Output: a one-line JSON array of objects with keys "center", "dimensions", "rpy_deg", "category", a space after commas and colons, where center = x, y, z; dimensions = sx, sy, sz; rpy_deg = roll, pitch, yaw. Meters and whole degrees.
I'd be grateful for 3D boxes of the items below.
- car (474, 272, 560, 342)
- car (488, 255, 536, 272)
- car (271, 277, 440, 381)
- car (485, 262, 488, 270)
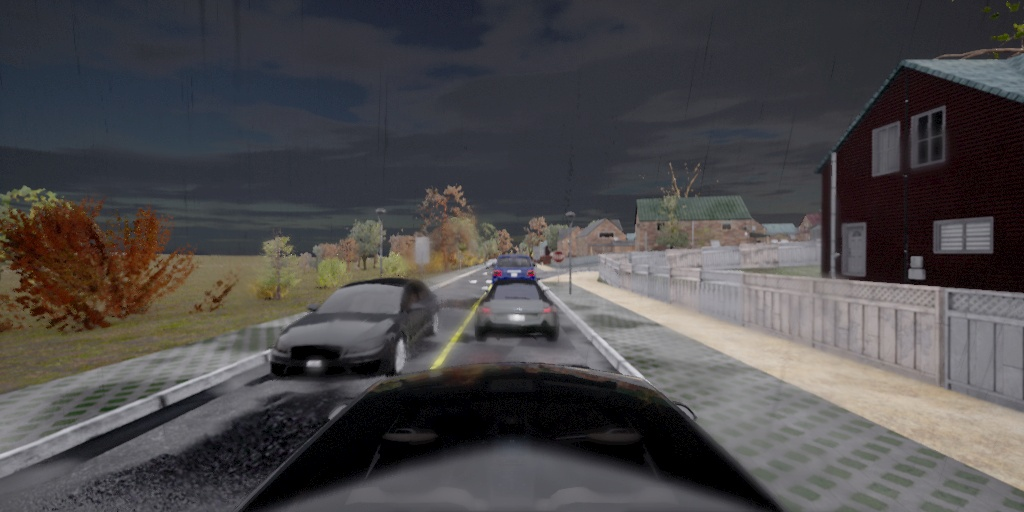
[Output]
[{"center": [0.104, 1.306, 9.741], "dimensions": [1.994, 1.385, 4.181], "rpy_deg": [0, 0, 0], "category": "car"}, {"center": [0.102, 0.956, 19.151], "dimensions": [2.150, 2.045, 5.566], "rpy_deg": [0, 0, 0], "category": "car"}, {"center": [-2.750, 1.249, 7.426], "dimensions": [1.837, 1.490, 4.892], "rpy_deg": [0, 0, 0], "category": "car"}, {"center": [-2.827, 1.247, 52.529], "dimensions": [1.812, 1.442, 4.674], "rpy_deg": [0, 0, 0], "category": "car"}]
